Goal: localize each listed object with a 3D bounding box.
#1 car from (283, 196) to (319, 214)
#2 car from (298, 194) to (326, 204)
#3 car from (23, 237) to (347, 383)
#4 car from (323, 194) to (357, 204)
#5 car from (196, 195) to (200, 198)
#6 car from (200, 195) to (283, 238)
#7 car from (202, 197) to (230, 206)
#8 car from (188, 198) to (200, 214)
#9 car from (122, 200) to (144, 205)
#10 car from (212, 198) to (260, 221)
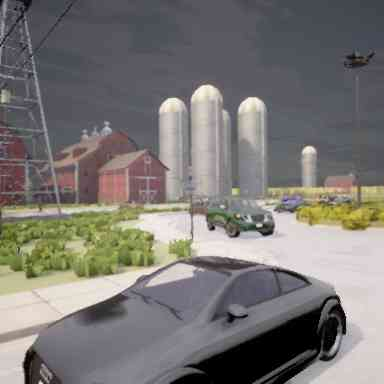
[{"bbox_3d":[11.153,1.515,35.987,5.357,1.411,2.033,-1,0,-40],"label":"car"},{"bbox_3d":[18.443,1.215,48.728,1.932,1.855,4.605,-1,0,-40],"label":"car"},{"bbox_3d":[0.200,1.581,4.229,4.181,1.385,1.994,-1,0,-41],"label":"car"},{"bbox_3d":[19.624,1.358,43.092,4.902,1.511,2.128,-1,0,-40],"label":"car"},{"bbox_3d":[2.099,1.472,52.235,1.905,1.878,3.866,-1,0,-40],"label":"car"},{"bbox_3d":[2.450,1.256,18.462,2.150,2.045,5.566,-1,0,-16],"label":"car"},{"bbox_3d":[4.255,1.644,59.328,4.902,1.511,2.128,-1,0,-41],"label":"car"},{"bbox_3d":[1.429,1.625,34.040,1.784,1.438,3.905,-1,0,-40],"label":"car"},{"bbox_3d":[-7.807,1.779,43.074,1.816,1.474,4.193,-1,0,-40],"label":"car"},{"bbox_3d":[3.828,1.401,28.270,2.097,1.767,4.553,-1,0,35],"label":"car"}]
